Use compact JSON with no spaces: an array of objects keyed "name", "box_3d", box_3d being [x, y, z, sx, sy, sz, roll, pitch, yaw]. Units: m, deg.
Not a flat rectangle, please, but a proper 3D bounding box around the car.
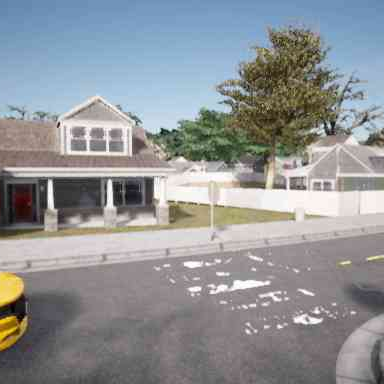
[{"name":"car","box_3d":[-4.737,1.517,3.904,5.008,1.535,1.882,-2,3,-23]}]
